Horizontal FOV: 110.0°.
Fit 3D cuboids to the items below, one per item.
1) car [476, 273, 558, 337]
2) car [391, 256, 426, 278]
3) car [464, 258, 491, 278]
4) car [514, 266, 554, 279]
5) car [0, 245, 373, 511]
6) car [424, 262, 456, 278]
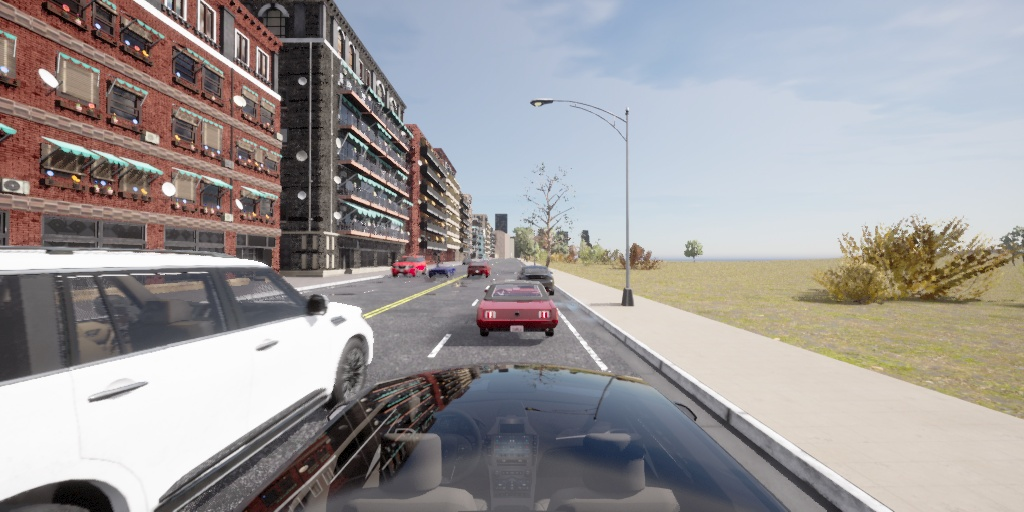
[{"bbox_3d":[0.131,1.352,10.290,1.895,1.301,4.718,0,0,0],"label":"car"},{"bbox_3d":[-9.728,0.973,34.384,2.150,2.045,5.566,0,0,0],"label":"car"},{"bbox_3d":[-3.030,1.230,33.769,1.882,1.535,5.008,0,-1,0],"label":"car"},{"bbox_3d":[1.203,1.257,19.491,1.837,1.490,4.892,0,0,0],"label":"car"},{"bbox_3d":[-3.148,0.970,2.980,2.150,2.045,5.566,0,0,0],"label":"car"},{"bbox_3d":[-6.481,1.353,33.545,1.895,1.301,4.718,0,0,0],"label":"car"}]
